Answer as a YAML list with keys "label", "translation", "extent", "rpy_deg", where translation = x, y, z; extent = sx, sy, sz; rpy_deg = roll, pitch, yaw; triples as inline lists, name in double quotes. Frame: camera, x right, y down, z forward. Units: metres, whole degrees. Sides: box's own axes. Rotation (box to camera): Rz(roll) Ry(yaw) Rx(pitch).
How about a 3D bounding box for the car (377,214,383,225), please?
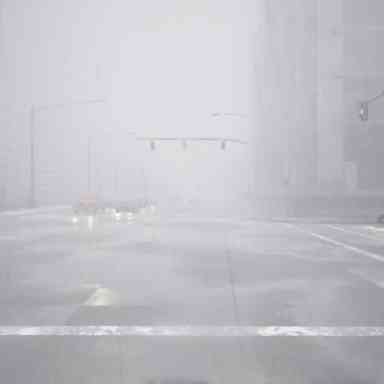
- label: "car"
  translation: [13.957, 1.564, 20.710]
  extent: [4.181, 1.385, 1.994]
  rpy_deg: [0, 0, 0]

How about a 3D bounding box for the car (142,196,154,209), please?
- label: "car"
  translation: [-7.043, 1.547, 46.515]
  extent: [2.033, 1.411, 5.357]
  rpy_deg: [0, 0, 2]

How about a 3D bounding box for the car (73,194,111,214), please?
- label: "car"
  translation: [-10.725, 1.222, 35.334]
  extent: [2.150, 2.045, 5.566]
  rpy_deg: [0, 0, 1]

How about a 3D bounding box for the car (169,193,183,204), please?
- label: "car"
  translation: [-3.160, 1.222, 64.890]
  extent: [2.150, 2.045, 5.566]
  rpy_deg: [0, 0, 1]

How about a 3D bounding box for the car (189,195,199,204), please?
- label: "car"
  translation: [0.430, 1.526, 64.752]
  extent: [1.812, 1.442, 4.674]
  rpy_deg: [0, 0, 1]

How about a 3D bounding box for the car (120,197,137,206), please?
- label: "car"
  translation: [-10.411, 1.526, 55.010]
  extent: [1.812, 1.442, 4.674]
  rpy_deg: [0, 0, 1]

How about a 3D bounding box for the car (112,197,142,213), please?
- label: "car"
  translation: [-7.195, 1.564, 37.273]
  extent: [1.994, 1.385, 4.181]
  rpy_deg: [0, 0, 1]

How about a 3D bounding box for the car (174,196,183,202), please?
- label: "car"
  translation: [-2.985, 1.511, 75.533]
  extent: [1.895, 1.301, 4.718]
  rpy_deg: [0, 0, 1]

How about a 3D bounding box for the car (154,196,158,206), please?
- label: "car"
  translation: [-6.870, 1.491, 56.691]
  extent: [2.128, 1.511, 4.902]
  rpy_deg: [0, 0, 1]

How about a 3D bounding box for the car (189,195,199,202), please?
- label: "car"
  translation: [0.512, 1.524, 75.182]
  extent: [2.128, 1.511, 4.902]
  rpy_deg: [0, 0, 1]
